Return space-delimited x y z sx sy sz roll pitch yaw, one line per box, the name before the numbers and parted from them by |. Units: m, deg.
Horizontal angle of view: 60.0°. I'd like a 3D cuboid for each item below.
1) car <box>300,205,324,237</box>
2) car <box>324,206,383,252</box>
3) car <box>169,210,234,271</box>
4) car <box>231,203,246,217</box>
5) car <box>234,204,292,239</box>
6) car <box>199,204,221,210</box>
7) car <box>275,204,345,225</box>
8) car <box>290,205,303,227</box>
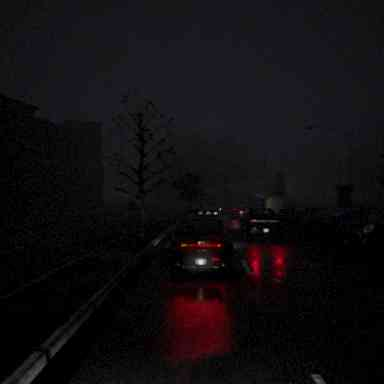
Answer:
car | 8.544 1.635 17.198 5.008 1.535 2.097 1 -1 -16
car | 8.431 1.481 14.257 4.553 1.767 2.185 1 0 -17
car | 0.331 1.586 11.182 1.837 1.490 4.892 0 0 2
car | 5.055 1.852 34.345 1.812 1.442 4.674 0 -1 6
car | 3.702 1.642 18.325 2.128 1.511 4.902 0 -1 3
car | 1.555 1.800 29.763 2.033 1.411 5.357 0 -1 6
car | 9.199 1.764 26.048 4.792 1.488 2.163 1 -1 -15
car | 8.731 1.707 20.142 4.674 1.452 2.002 1 0 -16
